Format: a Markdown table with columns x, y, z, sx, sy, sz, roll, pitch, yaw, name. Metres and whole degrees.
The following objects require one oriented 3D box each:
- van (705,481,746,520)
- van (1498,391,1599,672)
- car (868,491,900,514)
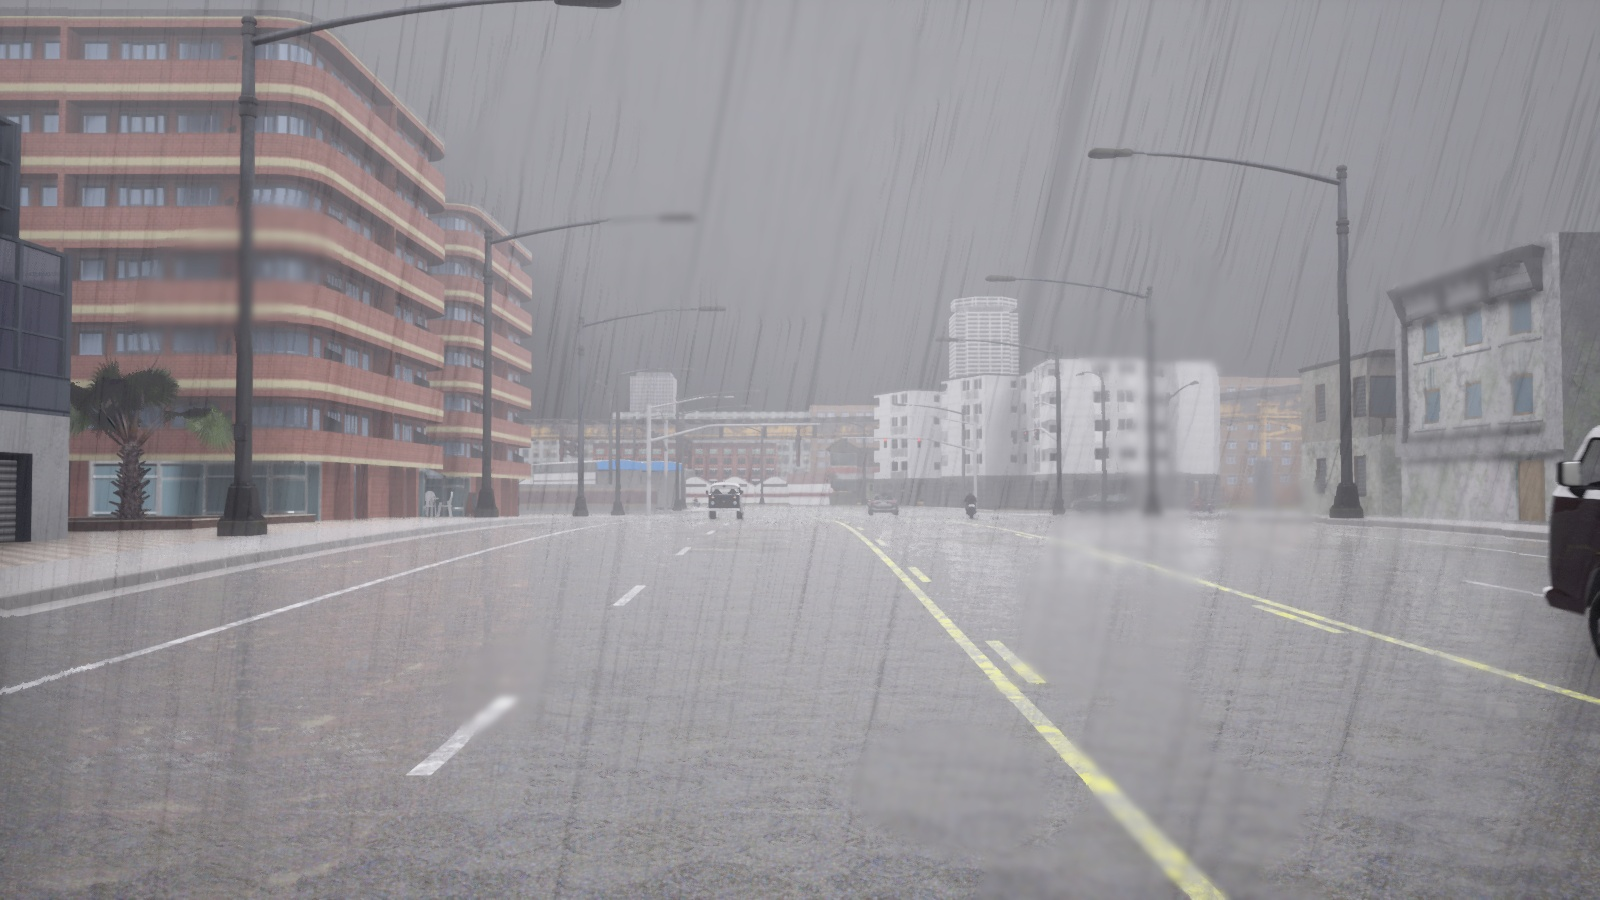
| x | y | z | sx | sy | sz | roll | pitch | yaw | name |
| --- | --- | --- | --- | --- | --- | --- | --- | --- | --- |
| -4.092 | 2.836 | 69.596 | 2.069 | 2.038 | 4.480 | -1 | -3 | 0 | van |
| 6.824 | 0.575 | 8.127 | 2.069 | 2.038 | 4.480 | -1 | 0 | 0 | van |
| 6.366 | 4.011 | 96.022 | 2.242 | 1.667 | 4.611 | -1 | -2 | 2 | car |
